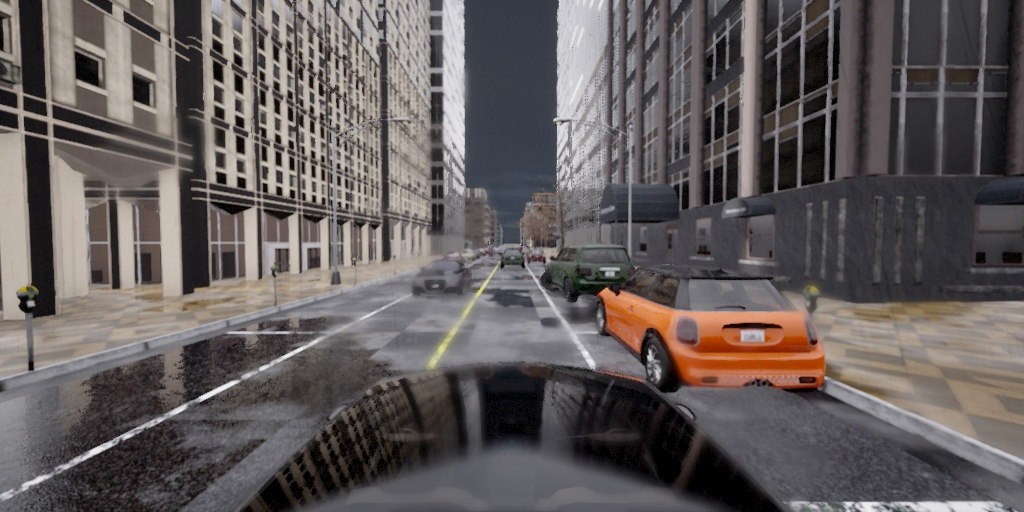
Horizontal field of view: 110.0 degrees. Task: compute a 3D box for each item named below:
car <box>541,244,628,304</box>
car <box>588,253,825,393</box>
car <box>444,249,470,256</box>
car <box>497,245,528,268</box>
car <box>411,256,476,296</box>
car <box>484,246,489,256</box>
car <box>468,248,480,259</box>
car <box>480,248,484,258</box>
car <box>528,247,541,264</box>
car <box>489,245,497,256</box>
[{"bbox_3d":[2.815,0.564,13.969,2.150,2.045,5.566,0,2,-6],"label":"car"},{"bbox_3d":[2.988,0.940,6.577,2.097,1.767,4.553,0,2,0],"label":"car"},{"bbox_3d":[-5.316,0.287,33.092,1.802,1.307,4.207,0,0,0],"label":"car"},{"bbox_3d":[0.070,0.098,31.825,2.097,1.767,4.553,0,2,0],"label":"car"},{"bbox_3d":[-2.850,0.862,15.283,1.994,1.385,4.181,0,2,0],"label":"car"},{"bbox_3d":[-5.317,-0.642,60.814,1.802,1.307,4.207,0,0,0],"label":"car"},{"bbox_3d":[-5.316,-0.141,44.011,1.751,1.417,4.829,0,0,0],"label":"car"},{"bbox_3d":[-5.317,-0.286,49.725,1.948,1.339,4.313,0,0,0],"label":"car"},{"bbox_3d":[2.564,-0.041,38.637,1.967,1.591,4.097,0,0,0],"label":"car"},{"bbox_3d":[-2.754,-0.740,62.134,1.812,1.442,4.674,0,2,0],"label":"car"}]
